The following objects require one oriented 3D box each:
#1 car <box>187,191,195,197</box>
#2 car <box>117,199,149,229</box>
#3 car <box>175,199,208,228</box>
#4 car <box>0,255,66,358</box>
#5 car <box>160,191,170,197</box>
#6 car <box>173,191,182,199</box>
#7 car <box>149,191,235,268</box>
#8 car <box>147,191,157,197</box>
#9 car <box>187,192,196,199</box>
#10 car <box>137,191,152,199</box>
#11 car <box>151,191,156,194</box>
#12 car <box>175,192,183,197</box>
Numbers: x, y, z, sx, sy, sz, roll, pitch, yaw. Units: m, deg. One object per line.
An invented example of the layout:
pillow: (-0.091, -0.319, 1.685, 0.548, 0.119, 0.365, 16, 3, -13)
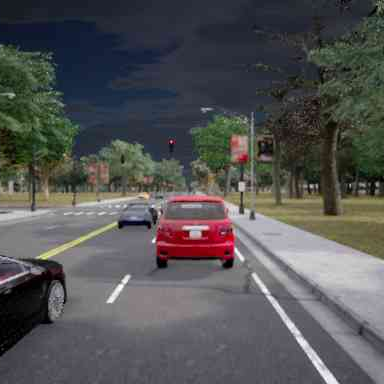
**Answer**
car: (-0.166, 0.587, 88.790, 2.128, 1.511, 4.902, 0, 0, 0)
car: (-3.184, 1.366, 20.201, 1.994, 1.385, 4.181, 0, 1, 0)
car: (-0.036, 1.268, 21.279, 1.882, 1.535, 5.008, 0, 1, 0)
car: (-3.150, 1.451, 4.045, 2.128, 1.511, 4.902, 0, 1, 0)
car: (-6.655, 0.578, 82.996, 2.033, 1.411, 5.357, 0, 0, 0)
car: (-3.396, 0.624, 78.755, 2.097, 1.767, 4.553, 0, 0, 0)
car: (0.084, 1.112, 10.959, 2.150, 2.045, 5.566, 0, 1, 0)
car: (-9.905, 0.540, 82.990, 1.837, 1.490, 4.892, 0, 0, 0)
car: (-0.145, 0.810, 78.377, 2.033, 1.411, 5.357, 0, 0, 0)
car: (-9.879, 0.846, 67.558, 1.882, 1.535, 5.008, 0, 1, 0)
car: (-6.629, 0.965, 67.605, 1.895, 1.301, 4.718, 0, 1, 0)
car: (-3.416, 0.658, 88.815, 1.895, 1.301, 4.718, 0, 0, 0)
